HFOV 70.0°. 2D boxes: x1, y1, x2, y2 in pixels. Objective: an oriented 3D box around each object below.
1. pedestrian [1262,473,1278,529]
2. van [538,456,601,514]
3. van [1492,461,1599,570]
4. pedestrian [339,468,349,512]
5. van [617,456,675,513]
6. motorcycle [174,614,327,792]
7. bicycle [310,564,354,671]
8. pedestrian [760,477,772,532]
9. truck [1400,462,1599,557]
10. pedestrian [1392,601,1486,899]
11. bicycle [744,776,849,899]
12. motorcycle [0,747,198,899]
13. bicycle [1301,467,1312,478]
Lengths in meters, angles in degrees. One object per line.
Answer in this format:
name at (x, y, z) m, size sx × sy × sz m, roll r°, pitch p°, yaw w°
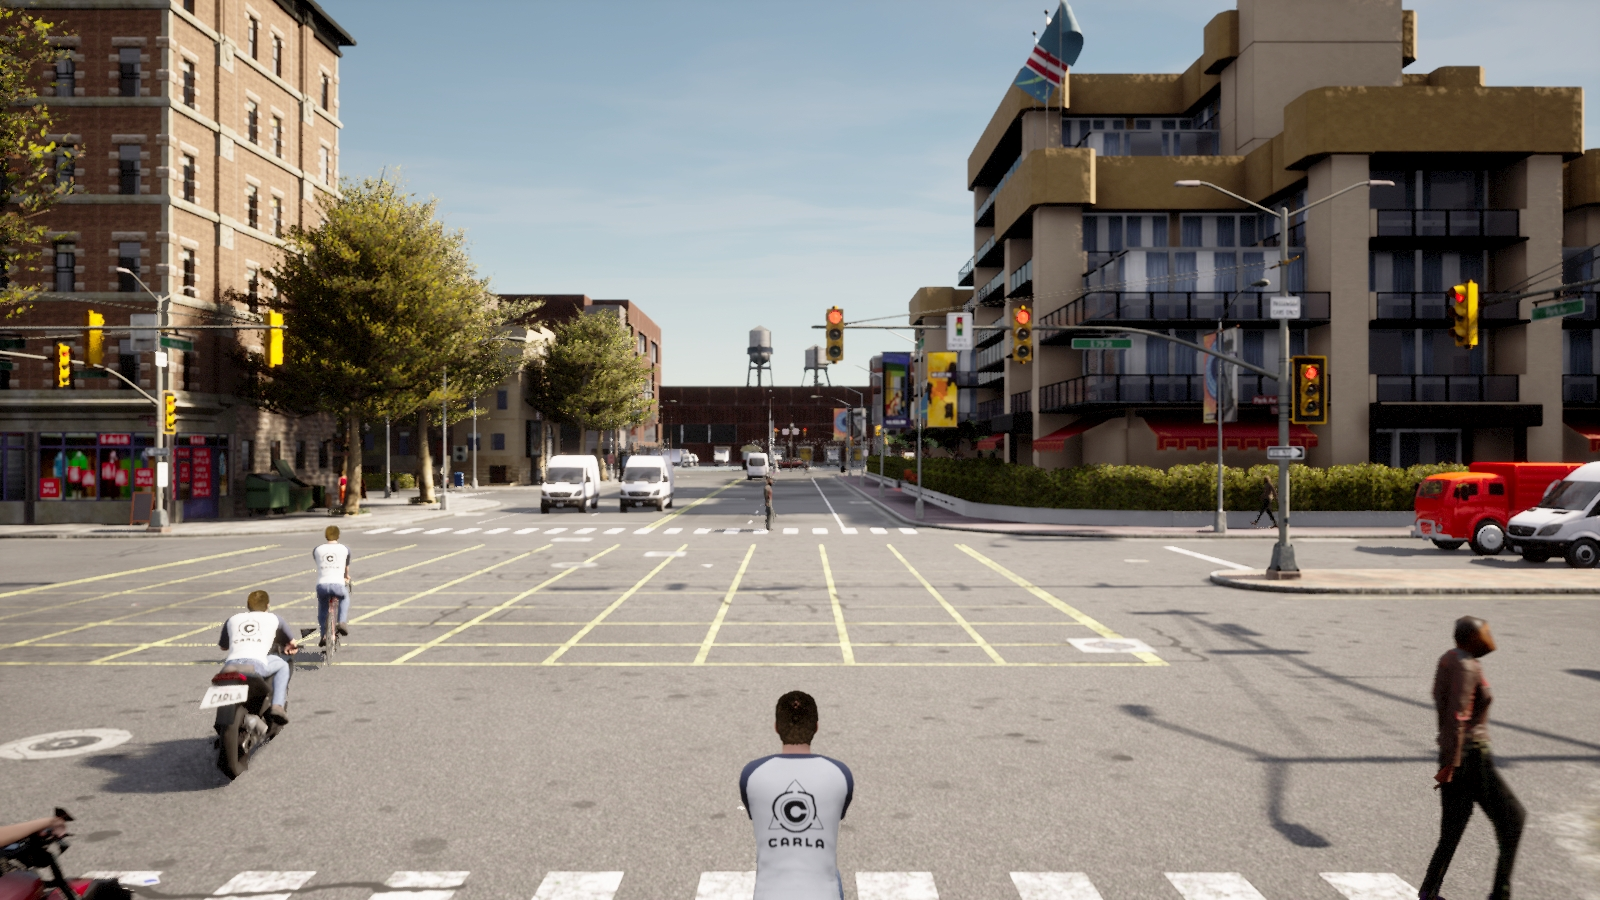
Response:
pedestrian at (15.803, 1.718, 38.423) m, size 0.375 × 1.860 × 0.375 m, roll 0°, pitch 0°, yaw 1°
van at (-10.700, 1.565, 53.434) m, size 1.988 × 2.561 × 5.915 m, roll 0°, pitch 0°, yaw -2°
van at (20.482, 1.551, 27.933) m, size 5.915 × 2.561 × 1.988 m, roll 0°, pitch 0°, yaw 0°
pedestrian at (-19.595, 1.724, 49.104) m, size 0.375 × 1.860 × 0.375 m, roll 0°, pitch 0°, yaw -20°
van at (-7.230, 1.565, 54.239) m, size 1.988 × 2.561 × 5.915 m, roll 0°, pitch 0°, yaw 0°
motorcycle at (-4.925, 2.219, 10.386) m, size 0.803 × 1.145 × 2.033 m, roll 0°, pitch 0°, yaw -12°
bicycle at (-6.283, 2.215, 15.385) m, size 0.373 × 1.196 × 1.643 m, roll 0°, pitch 0°, yaw -16°
pedestrian at (-1.158, 1.872, 39.334) m, size 0.375 × 1.860 × 0.375 m, roll 0°, pitch 0°, yaw 6°
truck at (19.803, 1.586, 31.440) m, size 5.204 × 2.467 × 2.627 m, roll 0°, pitch 0°, yaw 0°
pedestrian at (3.792, 1.854, 6.795) m, size 0.375 × 1.860 × 0.375 m, roll 0°, pitch 0°, yaw 8°
bicycle at (-0.015, 2.210, 4.854) m, size 0.373 × 1.196 × 1.643 m, roll 0°, pitch -1°, yaw 0°
motorcycle at (-3.505, 2.174, 4.753) m, size 0.764 × 1.277 × 2.356 m, roll 0°, pitch 0°, yaw 0°
bicycle at (51.306, 2.275, 115.723) m, size 0.329 × 1.171 × 1.835 m, roll 0°, pitch 0°, yaw 1°
